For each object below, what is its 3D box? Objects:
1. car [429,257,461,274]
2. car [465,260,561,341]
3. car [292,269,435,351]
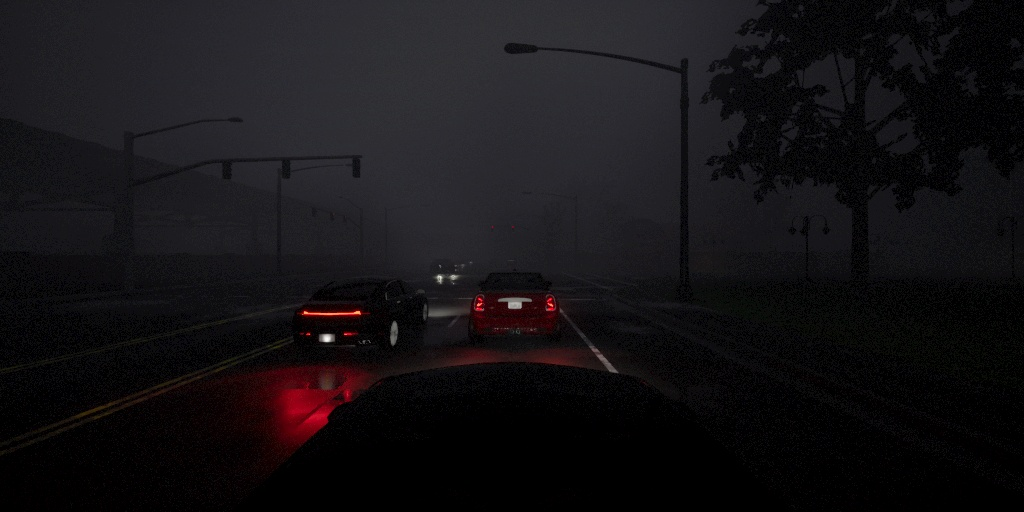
[{"bbox_3d":[-7.728,1.081,39.965,2.097,1.767,4.553,0,0,-28],"label":"car"},{"bbox_3d":[0.075,1.102,9.990,2.097,1.767,4.553,0,0,0],"label":"car"},{"bbox_3d":[-3.421,1.255,8.997,1.837,1.490,4.892,0,0,-1],"label":"car"}]
